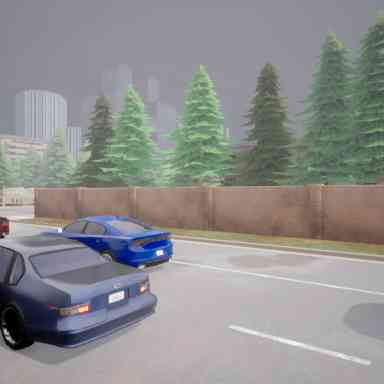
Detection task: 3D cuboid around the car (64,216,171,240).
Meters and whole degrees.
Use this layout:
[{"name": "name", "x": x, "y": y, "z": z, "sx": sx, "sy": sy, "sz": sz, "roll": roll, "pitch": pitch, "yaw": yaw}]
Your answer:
[{"name": "car", "x": -2.880, "y": 1.478, "z": 10.345, "sx": 5.008, "sy": 1.535, "sz": 1.882, "roll": 0, "pitch": 0, "yaw": 35}]

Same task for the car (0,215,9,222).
[{"name": "car", "x": -10.708, "y": 1.478, "z": 15.926, "sx": 5.008, "sy": 1.535, "sz": 1.882, "roll": 0, "pitch": 0, "yaw": 35}]

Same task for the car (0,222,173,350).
[{"name": "car", "x": -3.126, "y": 1.547, "z": 6.214, "sx": 5.357, "sy": 1.411, "sz": 2.033, "roll": 0, "pitch": 0, "yaw": 35}]
